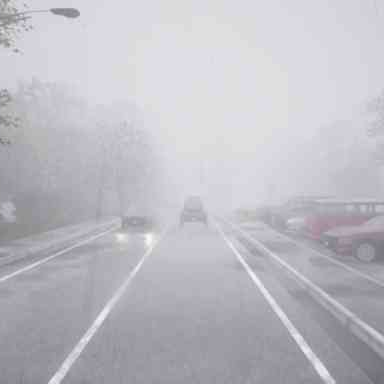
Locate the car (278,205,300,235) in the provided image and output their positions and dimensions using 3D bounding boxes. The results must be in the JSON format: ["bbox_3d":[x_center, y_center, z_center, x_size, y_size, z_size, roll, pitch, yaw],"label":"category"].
[{"bbox_3d":[7.102,1.545,16.917,4.674,1.452,2.002,0,0,0],"label":"car"}]

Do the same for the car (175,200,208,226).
[{"bbox_3d":[0.133,1.544,23.655,2.128,1.511,4.902,0,0,0],"label":"car"}]

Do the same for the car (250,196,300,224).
[{"bbox_3d":[7.082,1.272,22.470,5.566,2.045,2.435,0,0,0],"label":"car"}]

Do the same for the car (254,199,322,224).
[{"bbox_3d":[7.148,1.410,25.242,4.553,1.767,2.185,0,0,0],"label":"car"}]

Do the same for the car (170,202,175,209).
[{"bbox_3d":[-3.174,2.533,63.229,1.895,1.301,4.718,0,-2,1],"label":"car"}]

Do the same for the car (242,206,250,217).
[{"bbox_3d":[7.128,1.553,28.018,5.008,1.535,2.097,0,0,0],"label":"car"}]

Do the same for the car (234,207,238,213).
[{"bbox_3d":[6.947,1.608,33.559,5.366,1.575,1.946,0,-1,0],"label":"car"}]

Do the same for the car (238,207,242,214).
[{"bbox_3d":[7.133,1.579,30.790,4.892,1.521,2.231,0,-1,0],"label":"car"}]

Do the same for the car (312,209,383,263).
[{"bbox_3d":[7.094,1.486,11.365,5.008,1.535,2.097,0,0,0],"label":"car"}]

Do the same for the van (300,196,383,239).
[{"bbox_3d":[7.211,1.270,14.142,4.442,1.987,1.878,0,0,0],"label":"van"}]

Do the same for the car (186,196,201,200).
[{"bbox_3d":[0.159,1.492,40.278,2.150,2.045,5.566,0,-1,0],"label":"car"}]

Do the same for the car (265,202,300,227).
[{"bbox_3d":[7.135,1.544,19.693,4.792,1.488,2.163,0,0,0],"label":"car"}]

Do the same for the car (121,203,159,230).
[{"bbox_3d":[-3.318,1.518,21.826,1.882,1.535,5.008,0,0,0],"label":"car"}]
